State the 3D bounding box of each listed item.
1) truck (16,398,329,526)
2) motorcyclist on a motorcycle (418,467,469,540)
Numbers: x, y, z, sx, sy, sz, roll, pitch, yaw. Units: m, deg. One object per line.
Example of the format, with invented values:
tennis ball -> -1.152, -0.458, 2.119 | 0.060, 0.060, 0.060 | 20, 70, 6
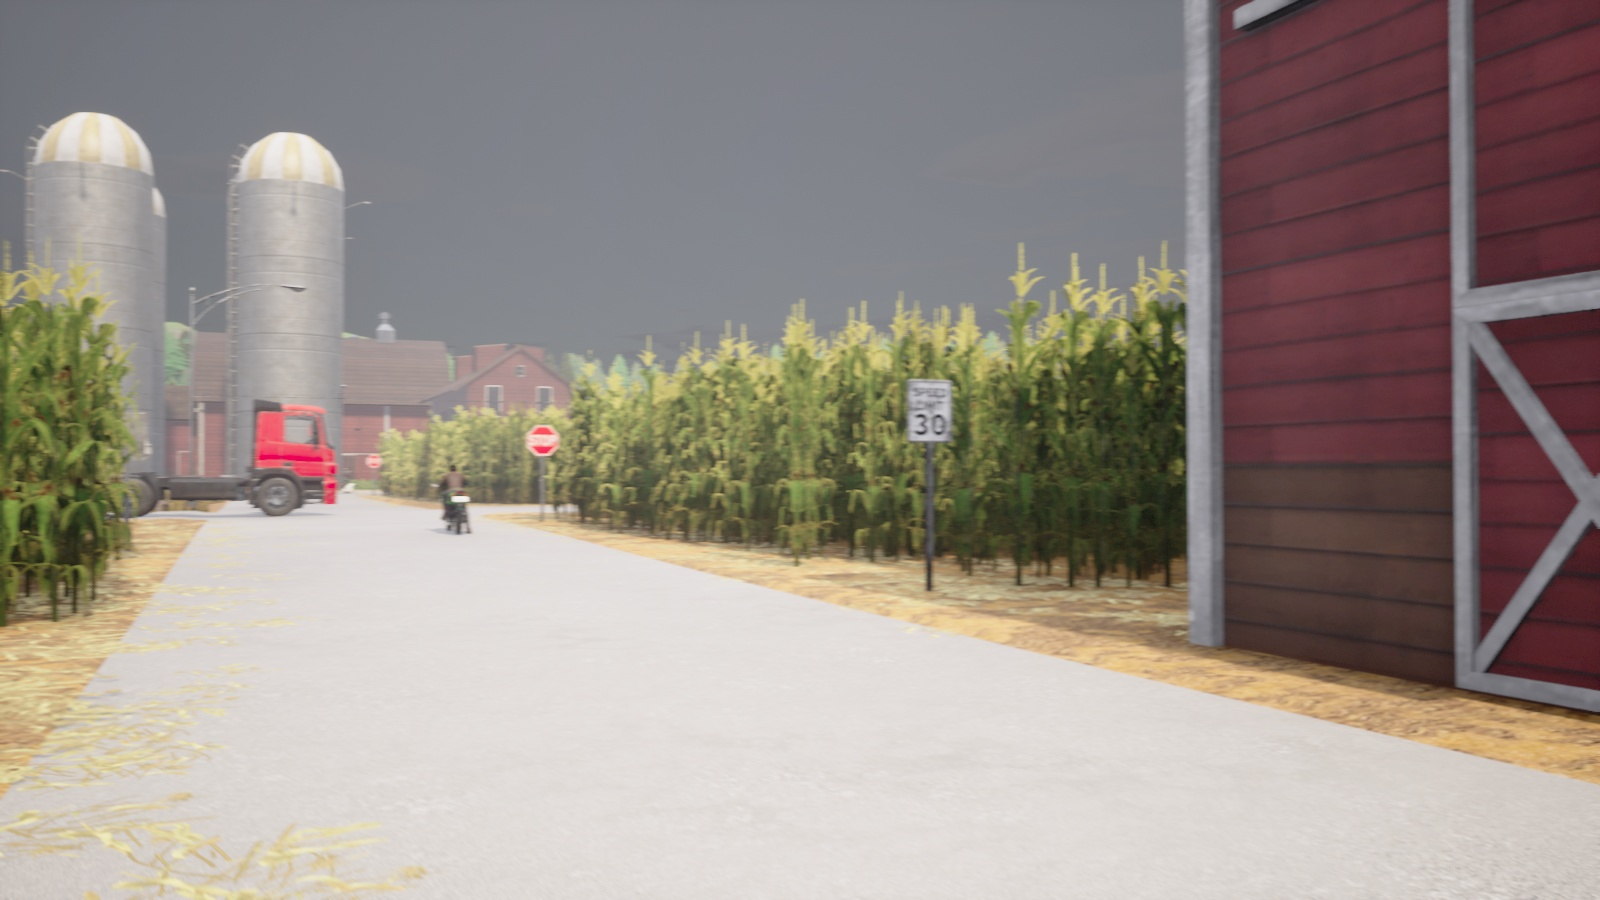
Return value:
truck -> -18.217, 0.400, 37.035 | 7.936, 3.462, 2.891 | 1, -2, -24
motorcyclist on a motorcycle -> -7.830, 1.140, 27.536 | 0.797, 1.523, 2.044 | 0, -1, -24
